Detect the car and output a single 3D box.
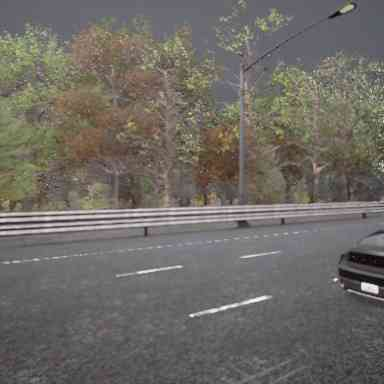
[{"bbox_3d":[5.269,1.520,7.470,4.892,1.490,1.837,0,0,-34],"label":"car"}]
